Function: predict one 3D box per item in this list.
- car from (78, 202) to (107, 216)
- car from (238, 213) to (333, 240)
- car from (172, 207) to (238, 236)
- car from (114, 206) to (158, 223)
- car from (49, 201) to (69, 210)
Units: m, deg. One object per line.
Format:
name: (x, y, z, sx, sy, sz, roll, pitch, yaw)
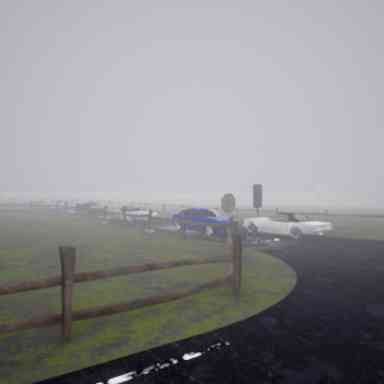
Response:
car: (-11.081, 1.813, 36.494, 2.033, 1.411, 5.357, 0, 0, -35)
car: (5.109, 1.803, 18.434, 1.895, 1.301, 4.718, 0, 0, -39)
car: (0.759, 1.676, 19.858, 1.882, 1.535, 5.008, 0, 0, -36)
car: (-4.649, 1.827, 27.431, 1.895, 1.301, 4.718, 0, 0, -35)
car: (-19.221, 1.923, 48.093, 1.895, 1.301, 4.718, 0, 0, -35)
